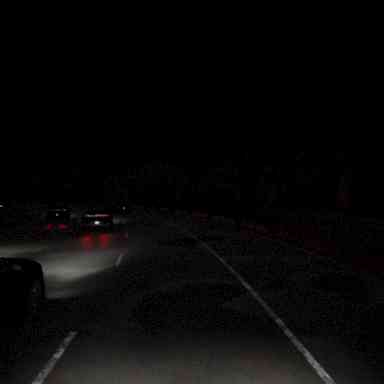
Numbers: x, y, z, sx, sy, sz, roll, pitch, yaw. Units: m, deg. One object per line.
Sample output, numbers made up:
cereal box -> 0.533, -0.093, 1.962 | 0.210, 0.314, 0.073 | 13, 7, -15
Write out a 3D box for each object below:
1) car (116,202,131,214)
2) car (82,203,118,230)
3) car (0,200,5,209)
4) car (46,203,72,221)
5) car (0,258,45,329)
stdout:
car -> -8.850, 1.933, 41.200 | 1.994, 1.385, 4.181 | 0, -1, -23
car -> -6.401, 1.701, 22.888 | 2.128, 1.511, 4.902 | 0, -1, -13
car -> -25.527, 1.783, 43.245 | 2.097, 1.767, 4.553 | 0, -1, -29
car -> -12.348, 1.785, 30.917 | 2.128, 1.511, 4.902 | 0, -1, -18
car -> -3.733, 1.542, 4.656 | 2.128, 1.511, 4.902 | 0, 0, -3
